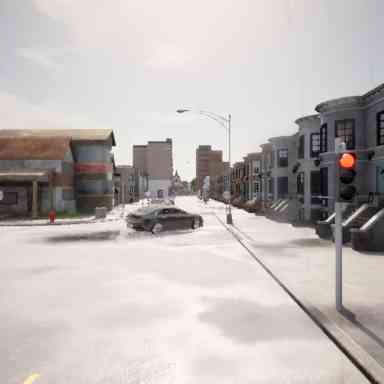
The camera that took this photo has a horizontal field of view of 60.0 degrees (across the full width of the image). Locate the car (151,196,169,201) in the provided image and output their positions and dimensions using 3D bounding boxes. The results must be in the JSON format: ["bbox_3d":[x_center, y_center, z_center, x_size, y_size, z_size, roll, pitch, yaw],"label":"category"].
[{"bbox_3d":[-4.090,1.505,39.237,1.837,1.490,4.892,0,0,0],"label":"car"}]

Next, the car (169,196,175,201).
[{"bbox_3d":[-4.079,1.547,48.987,2.033,1.411,5.357,0,0,0],"label":"car"}]

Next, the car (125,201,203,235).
[{"bbox_3d":[-1.441,1.506,18.907,4.892,1.490,1.837,0,3,-44],"label":"car"}]

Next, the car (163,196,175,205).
[{"bbox_3d":[-4.041,1.525,58.792,1.812,1.442,4.674,0,0,1],"label":"car"}]
